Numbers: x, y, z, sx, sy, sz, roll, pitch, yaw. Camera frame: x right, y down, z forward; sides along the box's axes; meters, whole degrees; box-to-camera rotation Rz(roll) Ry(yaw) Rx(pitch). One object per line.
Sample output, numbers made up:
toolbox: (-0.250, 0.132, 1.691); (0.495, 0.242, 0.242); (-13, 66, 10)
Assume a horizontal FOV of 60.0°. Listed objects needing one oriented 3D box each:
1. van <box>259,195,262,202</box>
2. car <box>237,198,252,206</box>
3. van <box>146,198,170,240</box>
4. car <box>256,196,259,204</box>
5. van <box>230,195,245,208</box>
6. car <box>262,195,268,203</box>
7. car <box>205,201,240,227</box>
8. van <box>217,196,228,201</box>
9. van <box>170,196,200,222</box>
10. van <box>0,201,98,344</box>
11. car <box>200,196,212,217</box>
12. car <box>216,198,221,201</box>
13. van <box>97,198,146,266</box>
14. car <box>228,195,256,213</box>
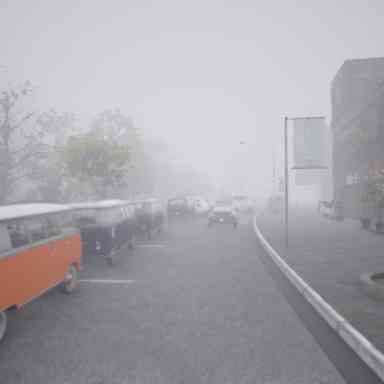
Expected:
van: (14.075, 1.782, 76.002); (1.878, 1.987, 4.442); (-1, -1, 22)
car: (10.314, 1.947, 65.455); (2.163, 1.488, 4.792); (-1, 0, 18)
van: (-2.588, 1.317, 17.299); (1.878, 1.987, 4.442); (-2, 0, 5)
car: (12.164, 1.951, 70.646); (2.231, 1.521, 4.892); (-1, 0, 18)
van: (8.128, 1.651, 59.322); (1.878, 1.987, 4.442); (-1, 0, 17)
car: (17.755, 2.114, 86.335); (2.002, 1.452, 4.674); (-1, -1, 20)
car: (2.230, 1.619, 23.244); (1.812, 1.442, 4.674); (0, 0, 9)
van: (4.932, 1.585, 49.897); (1.878, 1.987, 4.442); (-1, 0, 17)
van: (-0.813, 1.405, 28.343); (1.878, 1.987, 4.442); (-1, 0, 10)
van: (-3.515, 1.262, 6.167); (1.878, 1.987, 4.442); (-2, 0, 3)
car: (0.354, 1.430, 33.720); (2.435, 2.045, 5.566); (-1, 0, 11)
car: (1.728, 1.768, 39.108); (2.002, 1.452, 4.674); (-1, 0, 15)
van: (-3.142, 1.285, 11.747); (1.878, 1.987, 4.442); (-2, 0, 4)
car: (6.249, 1.452, 41.036); (2.150, 2.045, 5.566); (-1, -1, 16)
